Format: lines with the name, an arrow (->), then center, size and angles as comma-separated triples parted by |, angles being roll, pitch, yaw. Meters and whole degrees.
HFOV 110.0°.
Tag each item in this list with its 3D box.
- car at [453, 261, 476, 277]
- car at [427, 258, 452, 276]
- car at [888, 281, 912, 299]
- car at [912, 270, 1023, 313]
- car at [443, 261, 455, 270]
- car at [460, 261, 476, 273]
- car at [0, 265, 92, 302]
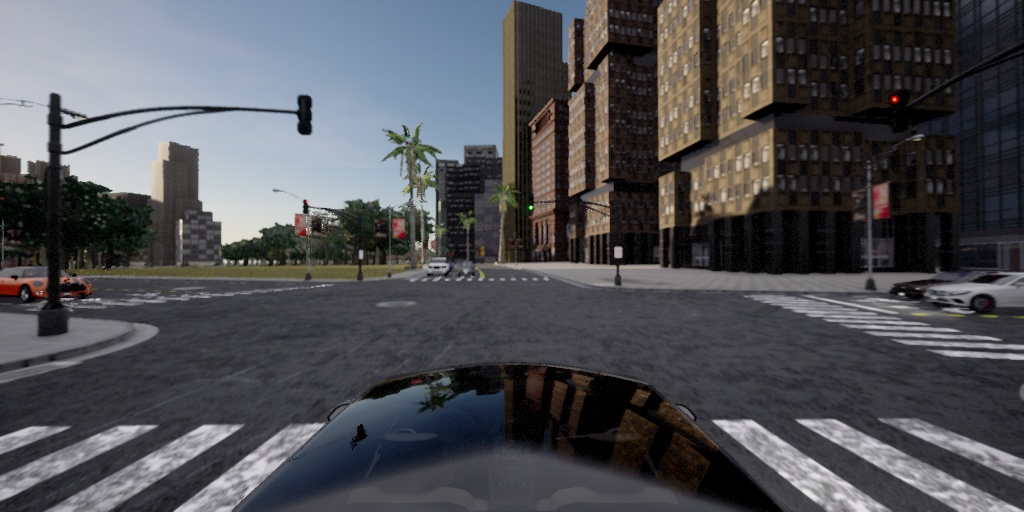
car -> -5.078, 1.476, 40.303 | 2.128, 1.511, 4.902 | 0, 0, -5
car -> -8.442, 1.218, 41.435 | 2.150, 2.045, 5.566 | 0, 0, -6
car -> 20.613, 1.355, 15.995 | 5.357, 1.411, 2.033 | 0, -1, 14
car -> 18.497, 1.314, 13.187 | 4.674, 1.442, 1.812 | 0, -1, 16
car -> -10.869, 1.632, 61.901 | 1.895, 1.301, 4.718 | 0, 0, -8
car -> -6.027, 1.494, 49.501 | 2.128, 1.511, 4.902 | 0, 0, -6
car -> -24.131, 1.328, 18.348 | 4.553, 1.767, 2.097 | 0, -1, 16
